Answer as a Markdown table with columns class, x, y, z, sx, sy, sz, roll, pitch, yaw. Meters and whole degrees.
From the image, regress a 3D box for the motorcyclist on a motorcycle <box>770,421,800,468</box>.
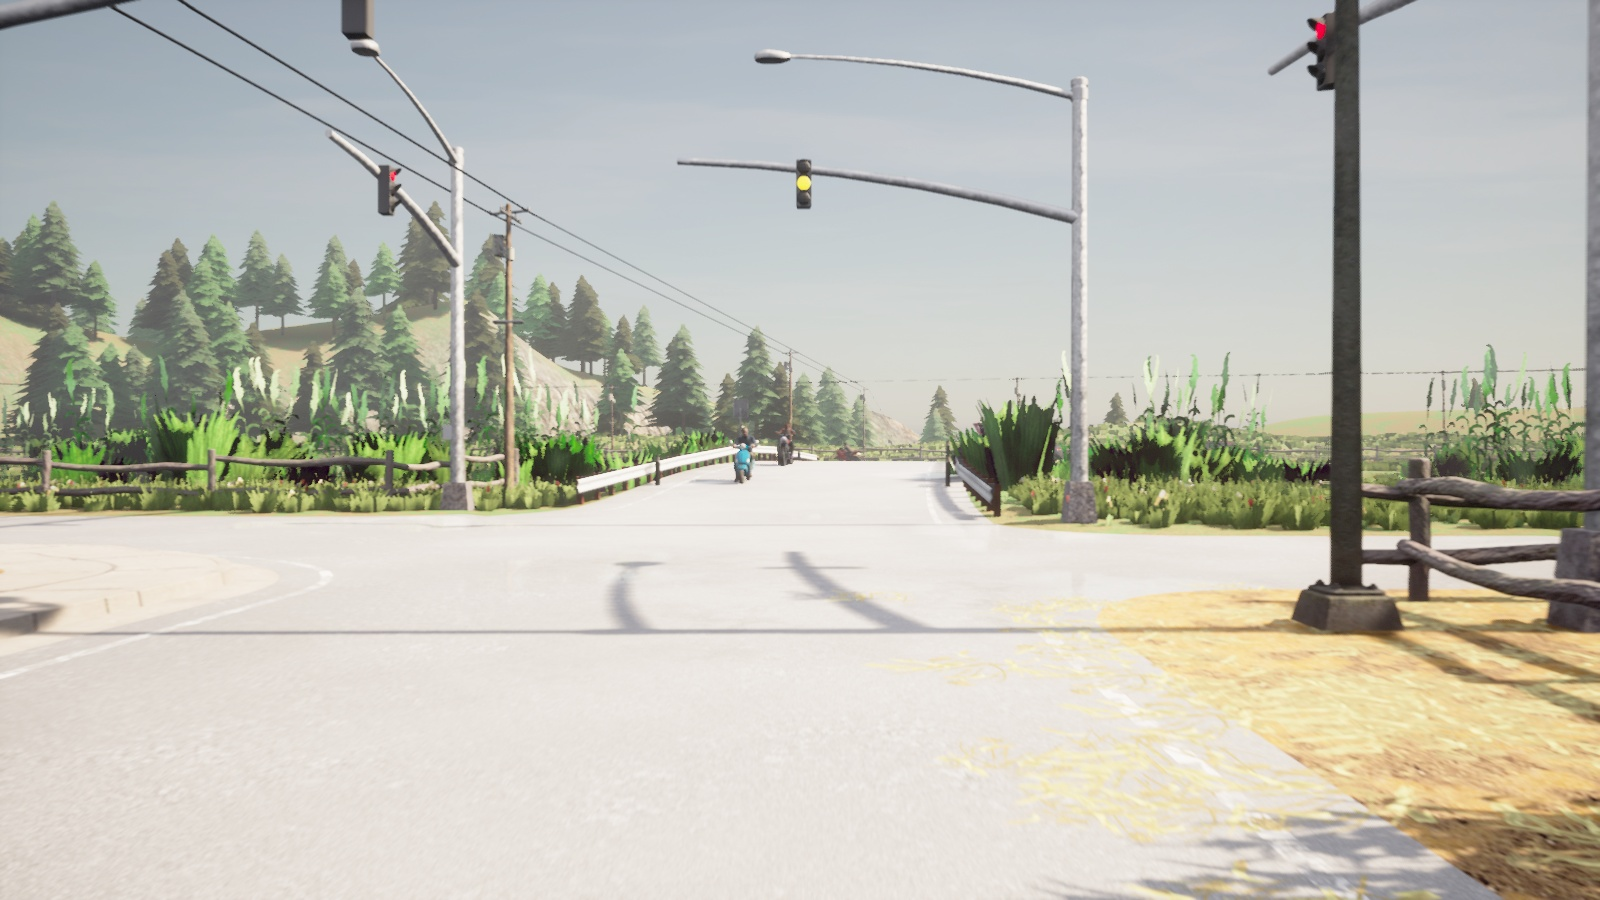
| class | x | y | z | sx | sy | sz | roll | pitch | yaw |
| --- | --- | --- | --- | --- | --- | --- | --- | --- | --- |
| motorcyclist on a motorcycle | -0.526 | -0.229 | 45.185 | 0.766 | 1.649 | 2.350 | 0 | 2 | 7 |

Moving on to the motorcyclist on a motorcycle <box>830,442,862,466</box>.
| class | x | y | z | sx | sy | sz | roll | pitch | yaw |
| --- | --- | --- | --- | --- | --- | --- | --- | --- | --- |
| motorcyclist on a motorcycle | 3.067 | 0.260 | 83.922 | 2.044 | 1.523 | 0.797 | 0 | 2 | 32 |

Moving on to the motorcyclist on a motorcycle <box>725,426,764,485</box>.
| class | x | y | z | sx | sy | sz | roll | pitch | yaw |
| --- | --- | --- | --- | --- | --- | --- | --- | --- | --- |
| motorcyclist on a motorcycle | -1.578 | 0.138 | 36.074 | 0.866 | 1.590 | 1.817 | 0 | 3 | 6 |
